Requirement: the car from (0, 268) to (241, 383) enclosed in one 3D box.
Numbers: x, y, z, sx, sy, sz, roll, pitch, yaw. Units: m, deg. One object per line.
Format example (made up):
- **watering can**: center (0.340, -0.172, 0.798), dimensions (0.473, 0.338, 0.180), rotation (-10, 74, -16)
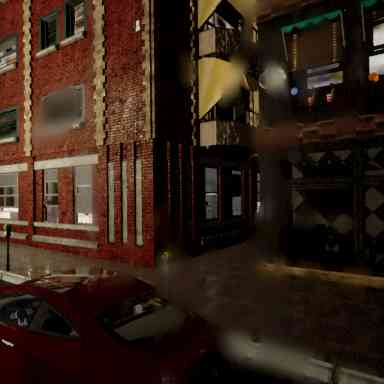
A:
- **car**: center (-1.472, 1.583, 3.899), dimensions (4.206, 1.307, 1.802), rotation (0, -1, 36)
